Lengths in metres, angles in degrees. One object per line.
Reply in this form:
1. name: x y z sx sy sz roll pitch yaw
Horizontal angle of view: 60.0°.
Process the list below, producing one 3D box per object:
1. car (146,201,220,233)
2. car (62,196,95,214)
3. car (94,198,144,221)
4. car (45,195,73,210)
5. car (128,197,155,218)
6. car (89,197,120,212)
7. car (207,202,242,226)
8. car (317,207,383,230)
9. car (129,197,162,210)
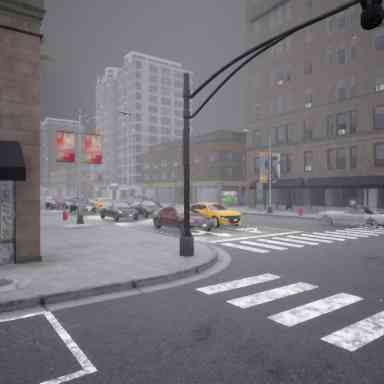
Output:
1. car: -0.679 1.505 19.589 1.812 1.442 4.674 0 0 -35
2. car: -11.440 1.443 34.500 2.128 1.511 4.902 0 0 -36
3. car: -5.997 1.491 26.964 1.812 1.442 4.674 0 0 -36
4. car: -17.434 1.289 42.866 2.097 1.767 4.553 0 0 -35
5. car: -4.208 1.485 30.040 1.812 1.442 4.674 0 0 -36
6. car: -10.142 1.422 38.263 1.882 1.535 5.008 0 0 -36
7. car: 1.233 1.451 22.475 1.882 1.535 5.008 0 0 -35
8. car: 10.483 1.578 21.108 1.895 1.301 4.718 0 0 -36
9. car: -6.277 1.479 44.336 2.033 1.411 5.357 0 0 -36
